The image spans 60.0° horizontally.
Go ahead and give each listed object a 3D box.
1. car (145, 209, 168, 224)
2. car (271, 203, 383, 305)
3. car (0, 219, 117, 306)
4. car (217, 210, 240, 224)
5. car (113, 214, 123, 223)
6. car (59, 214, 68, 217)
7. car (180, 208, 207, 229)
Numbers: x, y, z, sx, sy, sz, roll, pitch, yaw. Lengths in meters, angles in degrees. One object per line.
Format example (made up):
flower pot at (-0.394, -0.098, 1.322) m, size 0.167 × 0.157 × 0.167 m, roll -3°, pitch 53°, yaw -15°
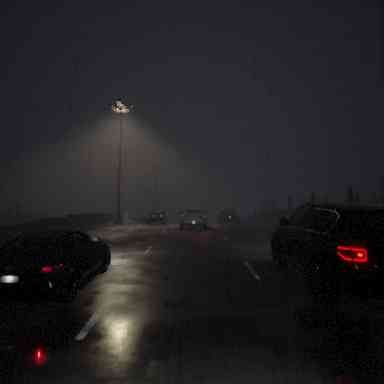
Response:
car at (-3.395, 2.389, 32.185) m, size 2.033 × 1.411 × 5.357 m, roll 0°, pitch -4°, yaw 0°
car at (3.601, 1.264, 8.292) m, size 2.150 × 2.045 × 5.566 m, roll 0°, pitch 0°, yaw 0°
car at (-3.399, 1.606, 8.224) m, size 1.994 × 1.385 × 4.181 m, roll 0°, pitch 0°, yaw 0°
car at (3.605, 2.511, 33.530) m, size 1.994 × 1.385 × 4.181 m, roll 0°, pitch -5°, yaw 0°
car at (-10.586, 3.686, 45.502) m, size 1.812 × 1.442 × 4.674 m, roll 0°, pitch -6°, yaw 0°
car at (-17.586, 3.839, 46.699) m, size 2.033 × 1.411 × 5.357 m, roll 0°, pitch -6°, yaw 0°
car at (0.103, 1.869, 24.034) m, size 1.812 × 1.442 × 4.674 m, roll 0°, pitch -3°, yaw 0°
